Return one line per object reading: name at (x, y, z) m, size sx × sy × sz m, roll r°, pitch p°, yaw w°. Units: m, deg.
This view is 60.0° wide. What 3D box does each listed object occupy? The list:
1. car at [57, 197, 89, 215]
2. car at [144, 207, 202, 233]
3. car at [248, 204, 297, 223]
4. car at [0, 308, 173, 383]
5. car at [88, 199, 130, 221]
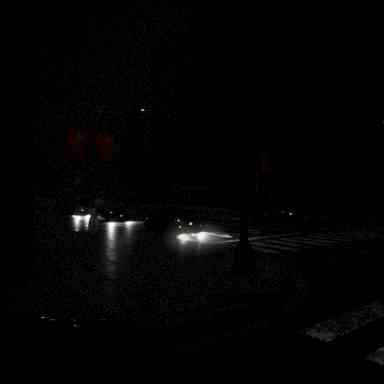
car at (-12.738, 1.622, 36.347) m, size 2.128 × 1.511 × 4.902 m, roll 0°, pitch 0°, yaw -35°
car at (-1.236, 1.619, 20.324) m, size 1.994 × 1.385 × 4.181 m, roll 0°, pitch 0°, yaw -36°
car at (6.319, 1.642, 26.863) m, size 1.994 × 1.385 × 4.181 m, roll 0°, pitch 0°, yaw -36°
car at (-2.285, 1.505, 1.352) m, size 4.892 × 1.490 × 1.837 m, roll 0°, pitch 0°, yaw -34°
car at (-6.972, 1.619, 28.311) m, size 1.812 × 1.442 × 4.674 m, roll 0°, pitch 0°, yaw -36°
